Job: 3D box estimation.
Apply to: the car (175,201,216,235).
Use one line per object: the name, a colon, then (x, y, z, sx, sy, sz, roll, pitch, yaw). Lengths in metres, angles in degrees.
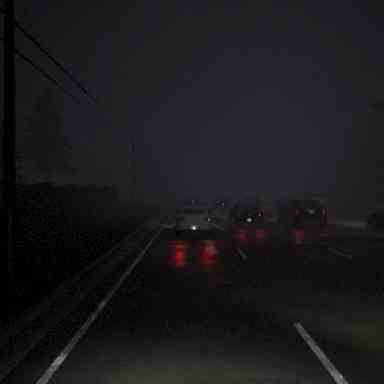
car: (0.086, 1.413, 17.730, 1.812, 1.442, 4.674, 0, 0, 0)

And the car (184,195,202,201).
car: (0.098, 1.098, 39.571, 2.097, 1.767, 4.553, 0, 0, 0)

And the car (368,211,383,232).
car: (10.599, 1.387, 16.415, 2.128, 1.511, 4.902, 0, 0, 0)

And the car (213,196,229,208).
car: (3.585, 1.264, 40.869, 1.812, 1.442, 4.674, 0, 0, 0)

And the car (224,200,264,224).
car: (3.598, 1.454, 23.133, 1.895, 1.301, 4.718, 0, 0, 0)

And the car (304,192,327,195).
car: (14.097, 0.974, 38.914, 2.150, 2.045, 5.566, 0, 0, 0)

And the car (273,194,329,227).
car: (7.099, 1.213, 21.896, 2.097, 1.767, 4.553, 0, 0, 0)

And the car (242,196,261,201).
car: (7.098, 1.238, 39.828, 2.128, 1.511, 4.902, 0, 0, 0)
